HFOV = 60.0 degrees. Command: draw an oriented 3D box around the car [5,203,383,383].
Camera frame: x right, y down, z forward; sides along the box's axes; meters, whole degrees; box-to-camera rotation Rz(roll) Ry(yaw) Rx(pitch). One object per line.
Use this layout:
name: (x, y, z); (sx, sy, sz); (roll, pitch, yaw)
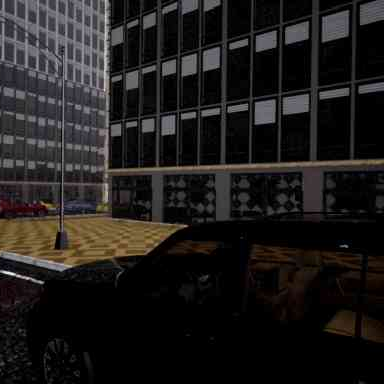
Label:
car: (0.717, 1.221, 3.172); (5.566, 2.045, 2.150); (0, 0, 36)

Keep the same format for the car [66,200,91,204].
car: (-14.649, 1.746, 42.682); (2.033, 1.411, 5.357); (1, 0, 37)

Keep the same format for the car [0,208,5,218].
car: (-7.263, 1.347, 8.895); (4.553, 1.767, 2.097); (0, 0, 36)

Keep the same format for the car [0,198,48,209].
car: (-16.097, 1.517, 31.041); (2.192, 1.841, 5.009); (1, 0, 37)

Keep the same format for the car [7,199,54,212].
car: (-19.564, 1.641, 40.427); (1.752, 1.417, 4.829); (1, 0, 37)

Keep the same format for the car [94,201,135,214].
car: (-9.269, 1.828, 40.230); (1.752, 1.417, 4.829); (1, 0, 37)
